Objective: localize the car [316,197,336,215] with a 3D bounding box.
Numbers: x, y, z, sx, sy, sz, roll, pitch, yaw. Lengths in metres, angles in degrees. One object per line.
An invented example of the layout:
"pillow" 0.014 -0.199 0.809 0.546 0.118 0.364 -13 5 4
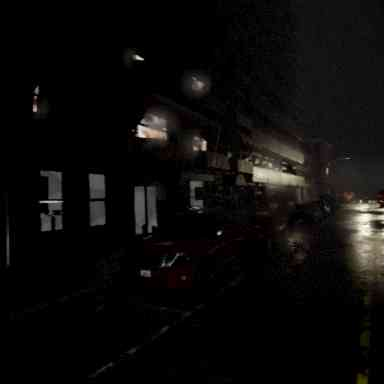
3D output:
"car" 10.925 1.429 28.904 2.008 1.369 4.403 -2 0 29

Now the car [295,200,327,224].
"car" 8.245 1.498 24.022 1.947 1.339 4.313 -2 0 29

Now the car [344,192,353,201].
"car" 24.242 1.136 53.167 1.752 1.417 4.829 -2 0 29

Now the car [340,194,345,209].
"car" 16.203 1.297 38.520 1.752 1.417 4.829 -2 0 29

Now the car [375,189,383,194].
"car" 27.596 0.633 47.510 2.150 2.045 5.566 -3 -1 29

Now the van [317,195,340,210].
"van" 13.600 1.165 33.788 1.690 1.788 3.998 -2 0 29

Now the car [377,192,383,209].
"car" 21.598 1.057 36.502 1.812 1.442 4.674 -3 -1 30

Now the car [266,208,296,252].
"car" 2.885 1.586 14.258 1.887 1.381 4.507 -2 0 29

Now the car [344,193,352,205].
"car" 21.645 1.213 48.432 2.008 1.369 4.403 -2 0 29

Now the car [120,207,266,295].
"car" 0.199 1.411 9.376 2.192 1.841 5.009 -2 0 29

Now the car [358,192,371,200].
"car" 34.367 0.825 66.054 1.882 1.535 5.008 -3 -1 29

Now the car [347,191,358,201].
"car" 29.678 0.817 63.081 2.192 1.841 5.009 -2 0 29

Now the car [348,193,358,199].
"car" 37.724 0.889 77.727 1.887 1.381 4.507 -2 0 29
